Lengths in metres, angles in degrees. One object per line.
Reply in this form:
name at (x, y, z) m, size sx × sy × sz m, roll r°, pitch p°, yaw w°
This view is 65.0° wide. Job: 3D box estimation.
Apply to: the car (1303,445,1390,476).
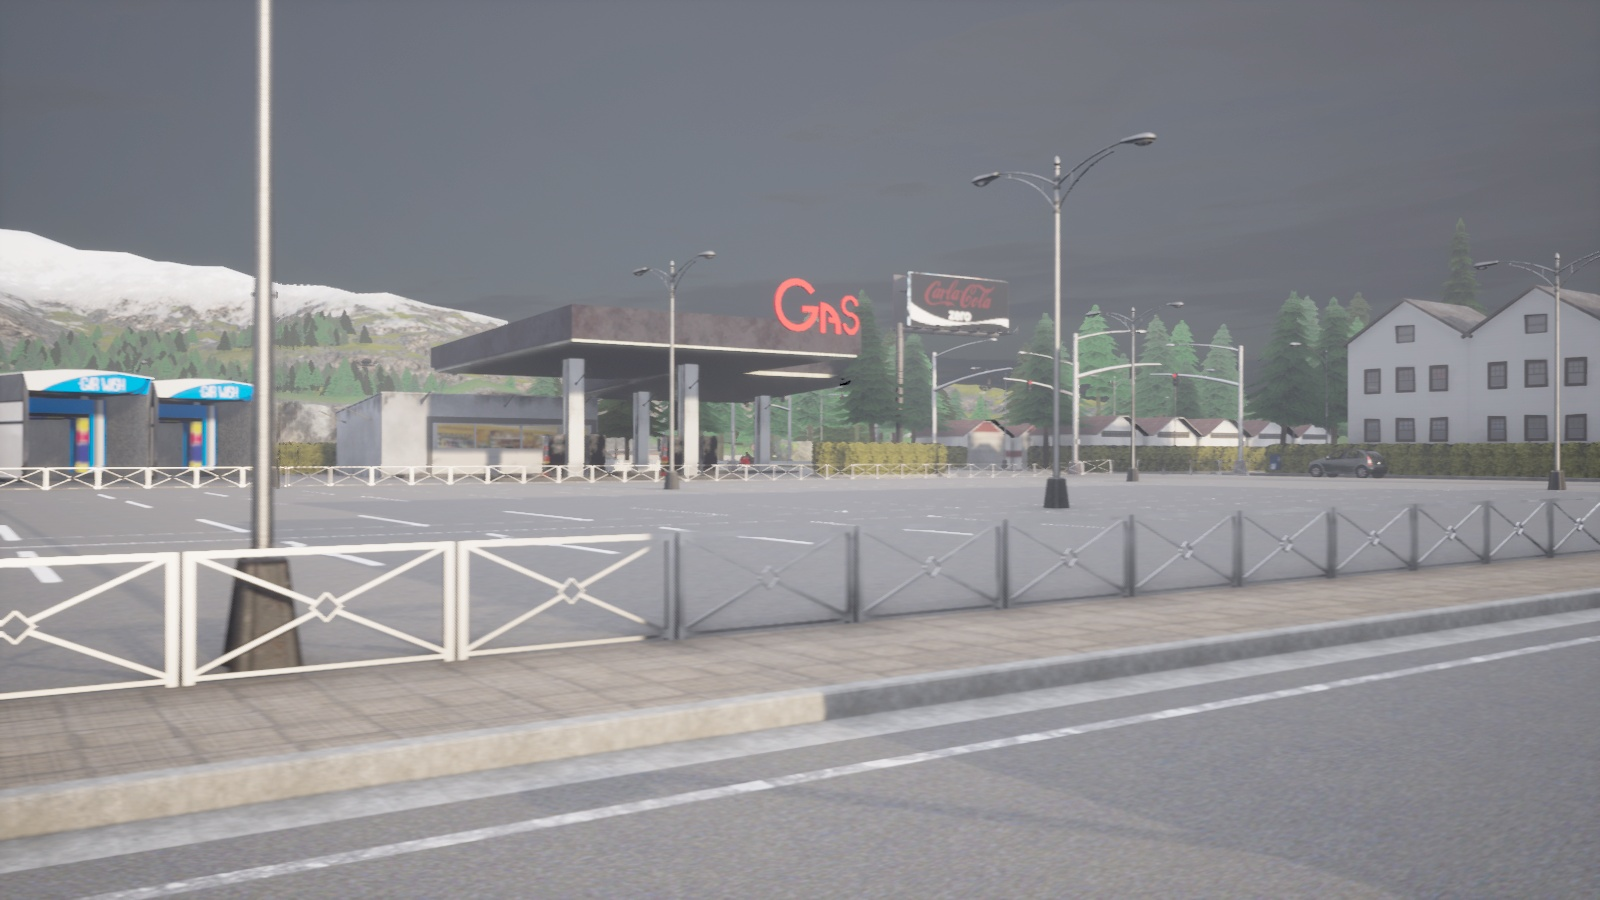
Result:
car at (29.634, 0.569, 68.196) m, size 1.851 × 1.617 × 3.988 m, roll 0°, pitch 0°, yaw -34°
